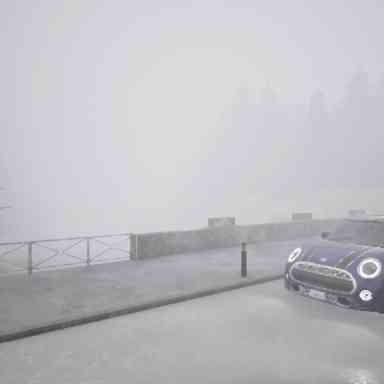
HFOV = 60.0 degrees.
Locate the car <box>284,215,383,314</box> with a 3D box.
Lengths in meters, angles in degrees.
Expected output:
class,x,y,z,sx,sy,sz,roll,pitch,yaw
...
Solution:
class,x,y,z,sx,sy,sz,roll,pitch,yaw
car,4.200,1.353,7.602,4.553,1.767,2.097,0,0,-36
